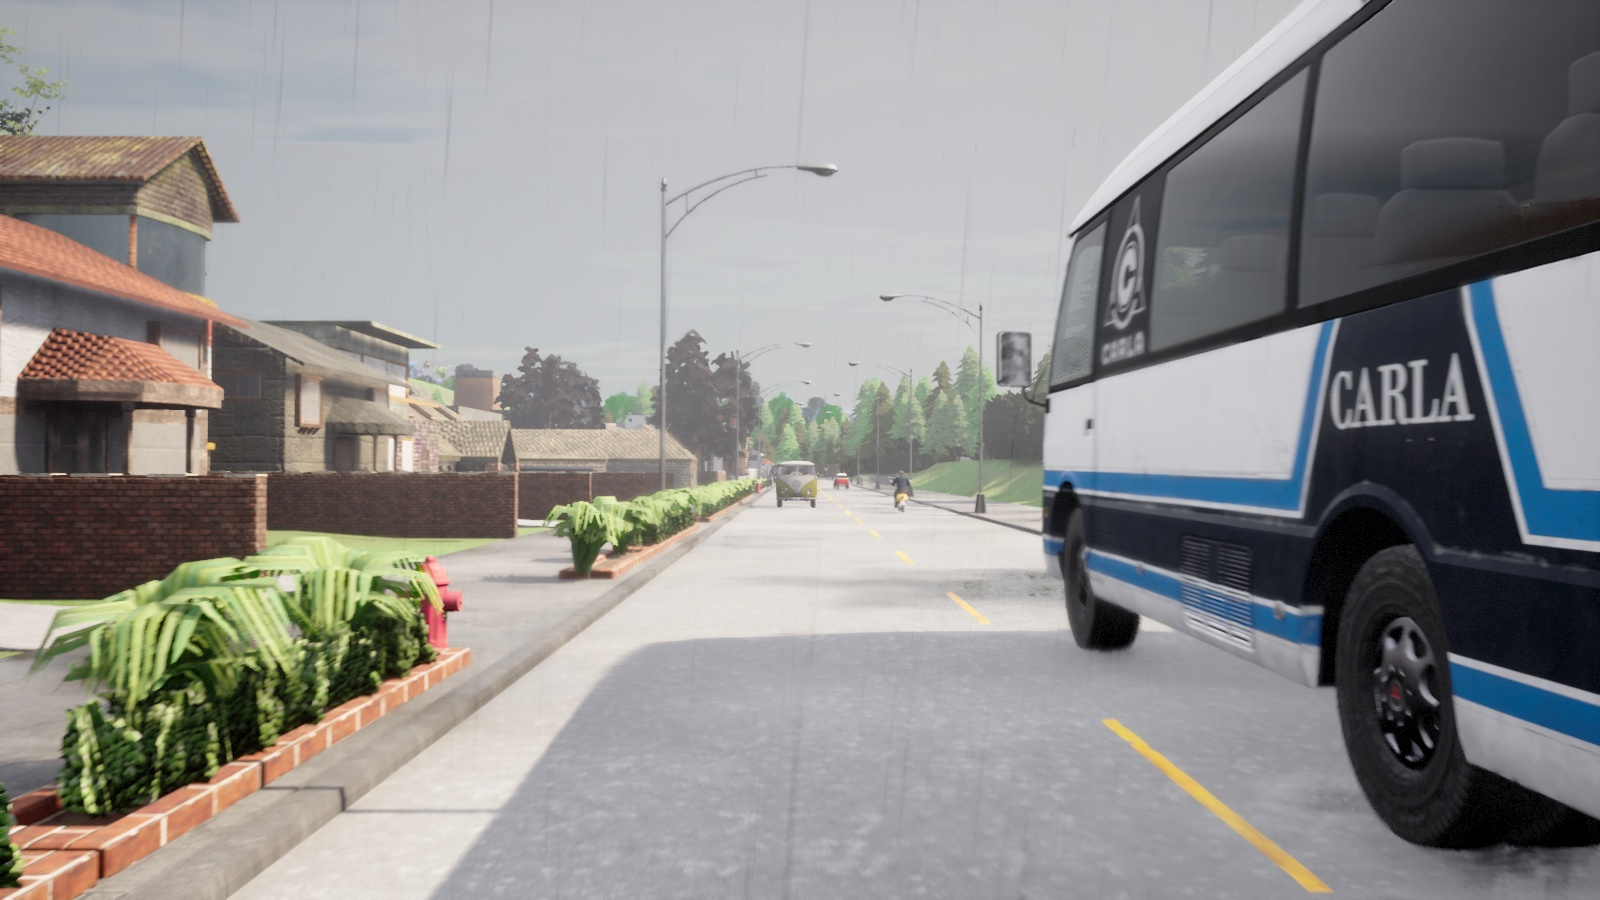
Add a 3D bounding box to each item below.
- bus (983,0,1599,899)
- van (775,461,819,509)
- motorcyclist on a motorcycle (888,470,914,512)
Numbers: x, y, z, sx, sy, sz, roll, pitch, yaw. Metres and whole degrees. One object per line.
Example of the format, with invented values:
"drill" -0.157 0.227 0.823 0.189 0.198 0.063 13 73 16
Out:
"bus" 3.969 -0.440 8.195 3.944 4.253 10.273 0 0 -1
"van" -0.132 1.473 54.045 1.775 1.987 4.442 0 -1 0
"motorcyclist on a motorcycle" 3.882 1.562 48.340 0.866 1.590 1.817 0 -1 0
